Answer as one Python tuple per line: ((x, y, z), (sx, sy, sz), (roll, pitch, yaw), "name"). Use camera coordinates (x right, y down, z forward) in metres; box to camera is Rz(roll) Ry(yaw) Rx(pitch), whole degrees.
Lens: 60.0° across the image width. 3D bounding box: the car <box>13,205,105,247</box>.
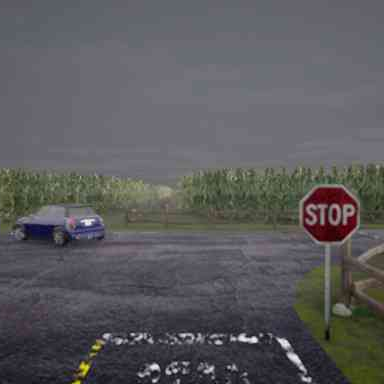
((-6.146, 1.366, 15.172), (4.553, 1.767, 2.097), (0, 1, 34), "car")
